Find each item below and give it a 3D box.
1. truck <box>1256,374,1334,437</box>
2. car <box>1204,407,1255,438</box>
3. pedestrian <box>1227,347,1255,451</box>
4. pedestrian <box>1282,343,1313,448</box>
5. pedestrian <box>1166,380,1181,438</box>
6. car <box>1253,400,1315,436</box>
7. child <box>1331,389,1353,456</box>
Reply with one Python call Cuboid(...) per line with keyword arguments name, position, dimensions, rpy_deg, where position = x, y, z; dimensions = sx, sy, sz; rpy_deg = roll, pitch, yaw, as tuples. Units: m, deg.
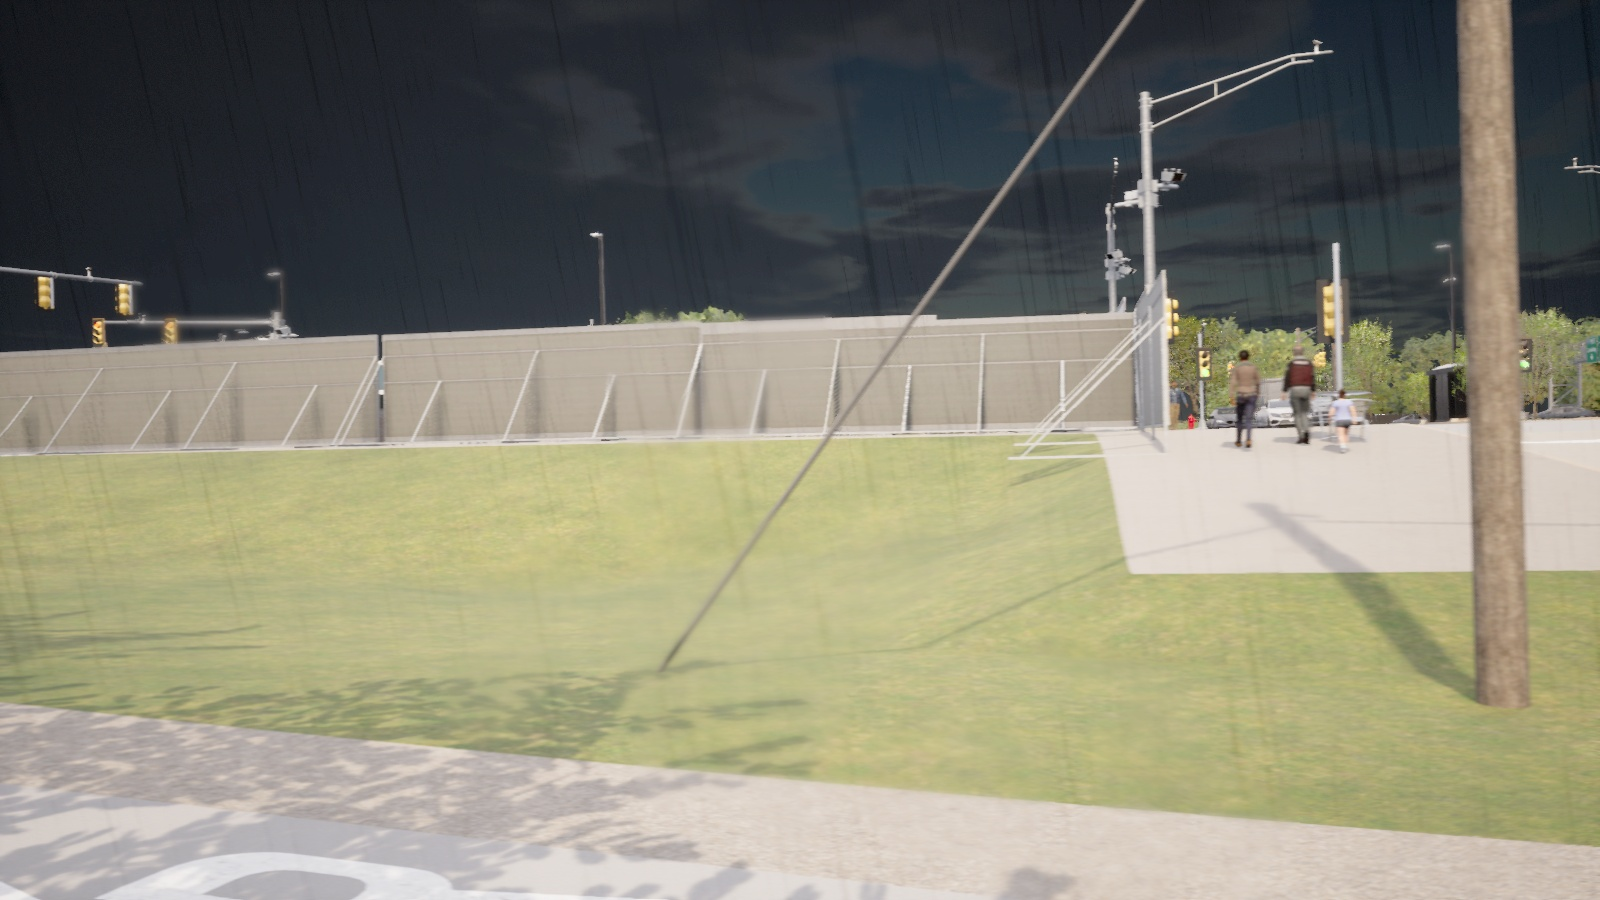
Cuboid(name="truck", position=(29.043, -2.515, 73.961), dimensions=(2.891, 3.462, 7.936), rpy_deg=(-1, 0, 12))
Cuboid(name="car", position=(25.250, -1.604, 73.973), dimensions=(2.242, 1.667, 4.611), rpy_deg=(-1, 0, 12))
Cuboid(name="pedestrian", position=(7.872, -0.898, 22.438), dimensions=(0.328, 1.805, 0.869), rpy_deg=(-1, 0, 12))
Cuboid(name="pedestrian", position=(9.040, -0.976, 22.813), dimensions=(0.376, 1.854, 0.720), rpy_deg=(-1, 0, 12))
Cuboid(name="pedestrian", position=(12.846, -1.405, 43.234), dimensions=(0.423, 1.949, 0.788), rpy_deg=(-1, 0, 14))
Cuboid(name="car", position=(21.480, -1.395, 55.903), dimensions=(1.812, 1.442, 4.674), rpy_deg=(-1, 0, 12))
Cuboid(name="child", position=(9.077, -0.458, 21.042), dimensions=(0.255, 1.110, 0.394), rpy_deg=(-1, 0, 13))
